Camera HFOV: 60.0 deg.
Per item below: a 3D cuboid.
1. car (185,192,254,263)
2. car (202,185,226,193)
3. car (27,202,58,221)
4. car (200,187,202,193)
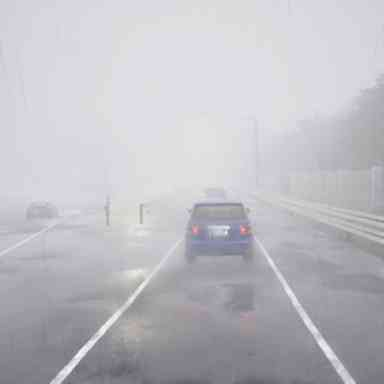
[{"bbox_3d":[0.991,1.221,12.264,2.150,2.045,5.566,-1,1,5],"label":"car"},{"bbox_3d":[2.324,0.466,33.742,2.150,2.045,5.566,-1,3,2],"label":"car"},{"bbox_3d":[-12.863,1.582,28.774,2.128,1.511,4.902,-1,1,-14],"label":"car"},{"bbox_3d":[2.421,-0.519,57.609,2.033,1.411,5.357,-1,3,-2],"label":"car"}]
